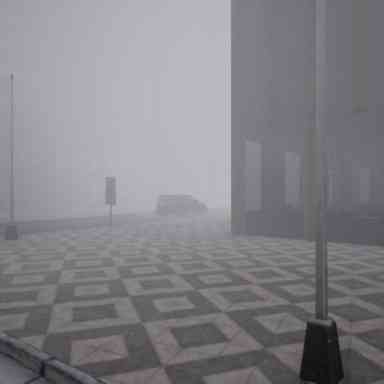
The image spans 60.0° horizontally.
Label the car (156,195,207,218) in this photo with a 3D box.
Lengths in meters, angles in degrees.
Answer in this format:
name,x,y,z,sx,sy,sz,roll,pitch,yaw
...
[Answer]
name,x,y,z,sx,sy,sz,roll,pitch,yaw
car,-0.891,1.246,29.941,2.150,2.045,5.566,0,0,36
